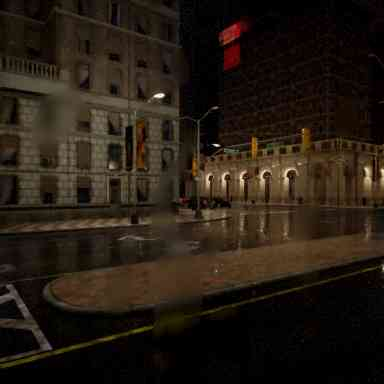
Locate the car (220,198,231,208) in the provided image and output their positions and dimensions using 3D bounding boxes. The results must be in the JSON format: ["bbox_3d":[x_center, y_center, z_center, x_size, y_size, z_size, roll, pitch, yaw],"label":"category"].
[{"bbox_3d":[3.530,1.478,47.803,1.882,1.535,5.008,0,0,-36],"label":"car"}]

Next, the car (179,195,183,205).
[{"bbox_3d":[-2.212,1.352,55.901,2.097,1.767,4.553,0,0,-35],"label":"car"}]

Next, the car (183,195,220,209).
[{"bbox_3d":[1.234,1.352,44.999,2.097,1.767,4.553,0,0,-35],"label":"car"}]
